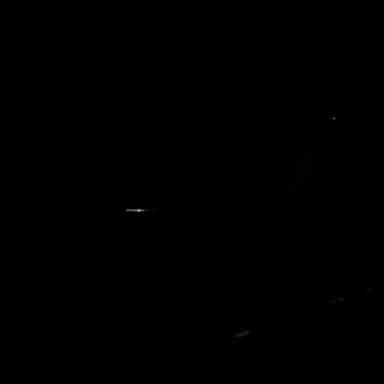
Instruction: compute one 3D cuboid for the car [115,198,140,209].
[{"bbox_3d":[-8.892,1.514,45.871,1.882,1.535,5.008,-1,1,-36],"label":"car"}]
